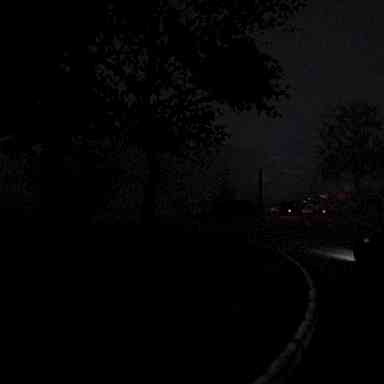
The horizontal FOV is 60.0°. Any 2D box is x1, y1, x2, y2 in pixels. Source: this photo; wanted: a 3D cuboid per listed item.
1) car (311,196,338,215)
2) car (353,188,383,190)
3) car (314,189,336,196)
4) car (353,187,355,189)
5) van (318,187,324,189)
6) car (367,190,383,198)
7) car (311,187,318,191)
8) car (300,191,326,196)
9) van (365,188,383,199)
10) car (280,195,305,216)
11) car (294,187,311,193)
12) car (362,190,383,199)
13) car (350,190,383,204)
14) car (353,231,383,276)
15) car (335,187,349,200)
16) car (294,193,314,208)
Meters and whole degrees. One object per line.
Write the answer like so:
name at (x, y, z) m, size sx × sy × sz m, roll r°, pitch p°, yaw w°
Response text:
car at (12.712, 1.400, 32.002) m, size 1.895 × 1.301 × 4.718 m, roll 0°, pitch 1°, yaw 21°
car at (26.157, 0.703, 47.865) m, size 4.553 × 1.767 × 2.185 m, roll 0°, pitch 1°, yaw 32°
car at (23.092, 0.664, 57.795) m, size 1.882 × 1.535 × 5.008 m, roll 0°, pitch 1°, yaw 33°
car at (29.037, 0.448, 52.548) m, size 5.566 × 2.045 × 2.435 m, roll 0°, pitch 1°, yaw 32°
van at (31.660, -0.321, 85.443) m, size 1.878 × 1.987 × 4.442 m, roll 0°, pitch 1°, yaw 39°
car at (36.405, 0.377, 63.882) m, size 4.674 × 1.452 × 2.002 m, roll 0°, pitch 2°, yaw 35°
car at (28.344, 0.095, 81.117) m, size 2.163 × 1.488 × 4.792 m, roll 0°, pitch 2°, yaw 38°
car at (17.961, 0.967, 49.294) m, size 2.033 × 1.411 × 5.357 m, roll 0°, pitch 1°, yaw 32°
van at (33.443, 0.264, 59.288) m, size 4.442 × 1.987 × 1.878 m, roll 0°, pitch 2°, yaw 34°
car at (9.294, 1.343, 31.174) m, size 1.837 × 1.490 × 4.892 m, roll 0°, pitch 1°, yaw 20°
car at (25.101, 0.224, 76.685) m, size 2.097 × 1.535 × 5.008 m, roll 0°, pitch 2°, yaw 36°
car at (34.711, 0.411, 61.733) m, size 5.366 × 1.575 × 1.946 m, roll 0°, pitch 2°, yaw 34°
car at (24.681, 0.893, 45.544) m, size 4.892 × 1.521 × 2.231 m, roll 0°, pitch 1°, yaw 32°
car at (5.520, 1.541, 7.959) m, size 2.033 × 1.411 × 5.357 m, roll 0°, pitch 0°, yaw 11°
car at (26.479, 0.504, 57.251) m, size 2.097 × 1.767 × 4.553 m, roll 0°, pitch 1°, yaw 32°
car at (13.221, 1.196, 40.439) m, size 1.994 × 1.385 × 4.181 m, roll 0°, pitch 1°, yaw 27°
